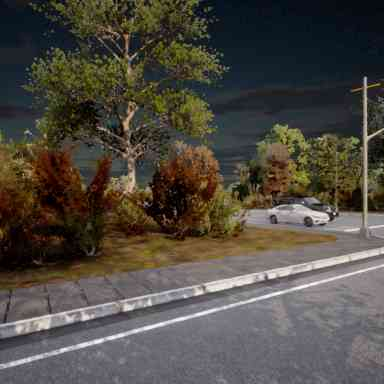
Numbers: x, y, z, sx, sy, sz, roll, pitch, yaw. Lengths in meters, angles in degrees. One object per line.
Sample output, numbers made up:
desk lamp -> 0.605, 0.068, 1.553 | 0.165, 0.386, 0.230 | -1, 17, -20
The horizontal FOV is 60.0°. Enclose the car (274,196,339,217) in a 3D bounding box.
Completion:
car -> 9.049, 1.316, 27.235 | 2.150, 2.045, 5.566 | 0, -1, -37

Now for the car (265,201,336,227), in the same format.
car -> 7.365, 1.600, 23.641 | 1.812, 1.442, 4.674 | 0, -1, -38

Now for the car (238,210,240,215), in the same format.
car -> 2.819, 1.589, 34.508 | 2.097, 1.767, 4.553 | 0, -1, -42
